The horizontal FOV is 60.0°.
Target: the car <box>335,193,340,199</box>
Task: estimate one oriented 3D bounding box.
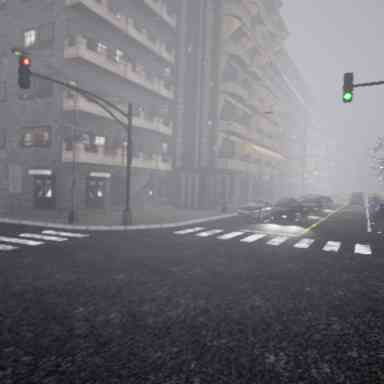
[{"bbox_3d":[35.311,1.024,82.766,1.947,1.339,4.313,2,1,28],"label":"car"}]

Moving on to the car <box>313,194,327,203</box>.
[{"bbox_3d":[22.521,1.114,58.233,1.802,1.307,4.206,2,1,28],"label":"car"}]

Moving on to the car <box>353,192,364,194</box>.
[{"bbox_3d":[28.271,1.005,56.716,2.150,2.045,5.566,3,1,27],"label":"car"}]

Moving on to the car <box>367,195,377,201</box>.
[{"bbox_3d":[42.733,1.378,78.890,2.008,1.369,4.403,2,1,28],"label":"car"}]

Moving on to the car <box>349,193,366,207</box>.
[{"bbox_3d":[23.358,1.358,47.298,2.033,1.411,5.357,3,1,28],"label":"car"}]

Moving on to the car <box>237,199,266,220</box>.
[{"bbox_3d":[4.616,1.174,23.885,2.008,1.369,4.403,2,1,28],"label":"car"}]

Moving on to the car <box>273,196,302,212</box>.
[{"bbox_3d":[9.732,1.143,33.698,1.887,1.381,4.507,2,1,28],"label":"car"}]

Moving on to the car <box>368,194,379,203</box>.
[{"bbox_3d":[37.620,1.298,69.074,1.967,1.590,4.097,2,1,28],"label":"car"}]

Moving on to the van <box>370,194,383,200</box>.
[{"bbox_3d":[17.160,1.309,29.818,1.690,1.788,3.998,2,1,28],"label":"van"}]

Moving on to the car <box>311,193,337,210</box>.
[{"bbox_3d":[15.630,1.221,39.375,1.812,1.442,4.674,3,1,28],"label":"car"}]

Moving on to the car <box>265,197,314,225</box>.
[{"bbox_3d":[6.517,1.303,21.947,1.994,1.385,4.181,3,1,27],"label":"car"}]

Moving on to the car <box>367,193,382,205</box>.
[{"bbox_3d":[32.508,1.202,59.259,2.192,1.841,5.009,2,1,28],"label":"car"}]

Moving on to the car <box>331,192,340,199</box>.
[{"bbox_3d":[37.873,0.883,87.670,1.967,1.590,4.097,2,1,28],"label":"car"}]

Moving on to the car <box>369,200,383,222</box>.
[{"bbox_3d":[14.595,1.546,24.916,1.947,1.339,4.313,2,1,28],"label":"car"}]

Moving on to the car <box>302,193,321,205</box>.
[{"bbox_3d":[17.409,0.999,48.416,1.967,1.590,4.097,2,1,28],"label":"car"}]

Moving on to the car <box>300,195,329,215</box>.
[{"bbox_3d":[10.847,1.266,30.232,2.033,1.411,5.357,3,1,27],"label":"car"}]

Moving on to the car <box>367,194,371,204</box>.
[{"bbox_3d":[22.273,1.382,39.634,1.967,1.590,4.097,2,1,28],"label":"car"}]
